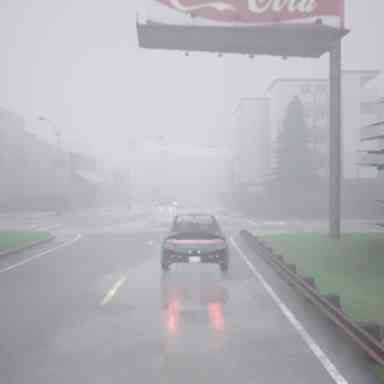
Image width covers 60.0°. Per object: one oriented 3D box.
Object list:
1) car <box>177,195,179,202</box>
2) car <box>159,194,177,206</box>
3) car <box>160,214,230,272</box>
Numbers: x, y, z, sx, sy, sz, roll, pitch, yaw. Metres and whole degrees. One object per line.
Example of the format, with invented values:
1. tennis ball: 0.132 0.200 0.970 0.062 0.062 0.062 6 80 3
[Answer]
1. car: -3.541 1.120 63.437 2.128 1.511 4.902 0 0 1
2. car: -3.594 1.327 46.831 1.895 1.301 4.718 0 0 0
3. car: 0.078 1.428 10.553 2.128 1.511 4.902 0 0 0
